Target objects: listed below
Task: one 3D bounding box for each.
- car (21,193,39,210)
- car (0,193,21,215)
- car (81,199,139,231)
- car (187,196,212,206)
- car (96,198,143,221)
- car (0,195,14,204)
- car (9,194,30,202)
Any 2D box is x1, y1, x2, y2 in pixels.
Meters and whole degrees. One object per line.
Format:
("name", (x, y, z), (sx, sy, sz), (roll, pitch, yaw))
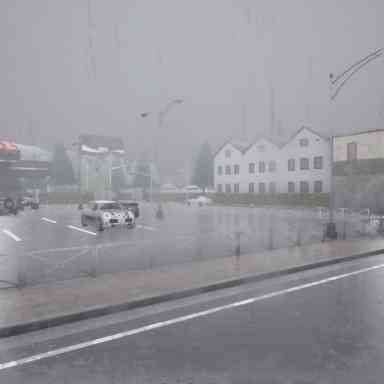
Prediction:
("car", (-19.144, 1.092, 38.634), (1.905, 1.878, 3.866), (0, 0, -36))
("car", (-17.247, 1.113, 30.321), (1.932, 1.855, 4.605), (0, 0, -36))
("car", (-4.667, 1.248, 18.340), (1.970, 1.475, 3.806), (0, 0, -36))
("car", (1.158, 1.349, 49.294), (1.812, 1.442, 4.674), (0, 0, -35))
("car", (-5.781, 1.313, 26.205), (2.007, 1.523, 4.514), (0, 0, -36))
("car", (-38.452, 1.495, 66.625), (4.611, 1.667, 2.242), (0, 0, -36))
("car", (-38.211, 1.328, 73.753), (3.866, 1.878, 1.905), (0, 0, -36))
